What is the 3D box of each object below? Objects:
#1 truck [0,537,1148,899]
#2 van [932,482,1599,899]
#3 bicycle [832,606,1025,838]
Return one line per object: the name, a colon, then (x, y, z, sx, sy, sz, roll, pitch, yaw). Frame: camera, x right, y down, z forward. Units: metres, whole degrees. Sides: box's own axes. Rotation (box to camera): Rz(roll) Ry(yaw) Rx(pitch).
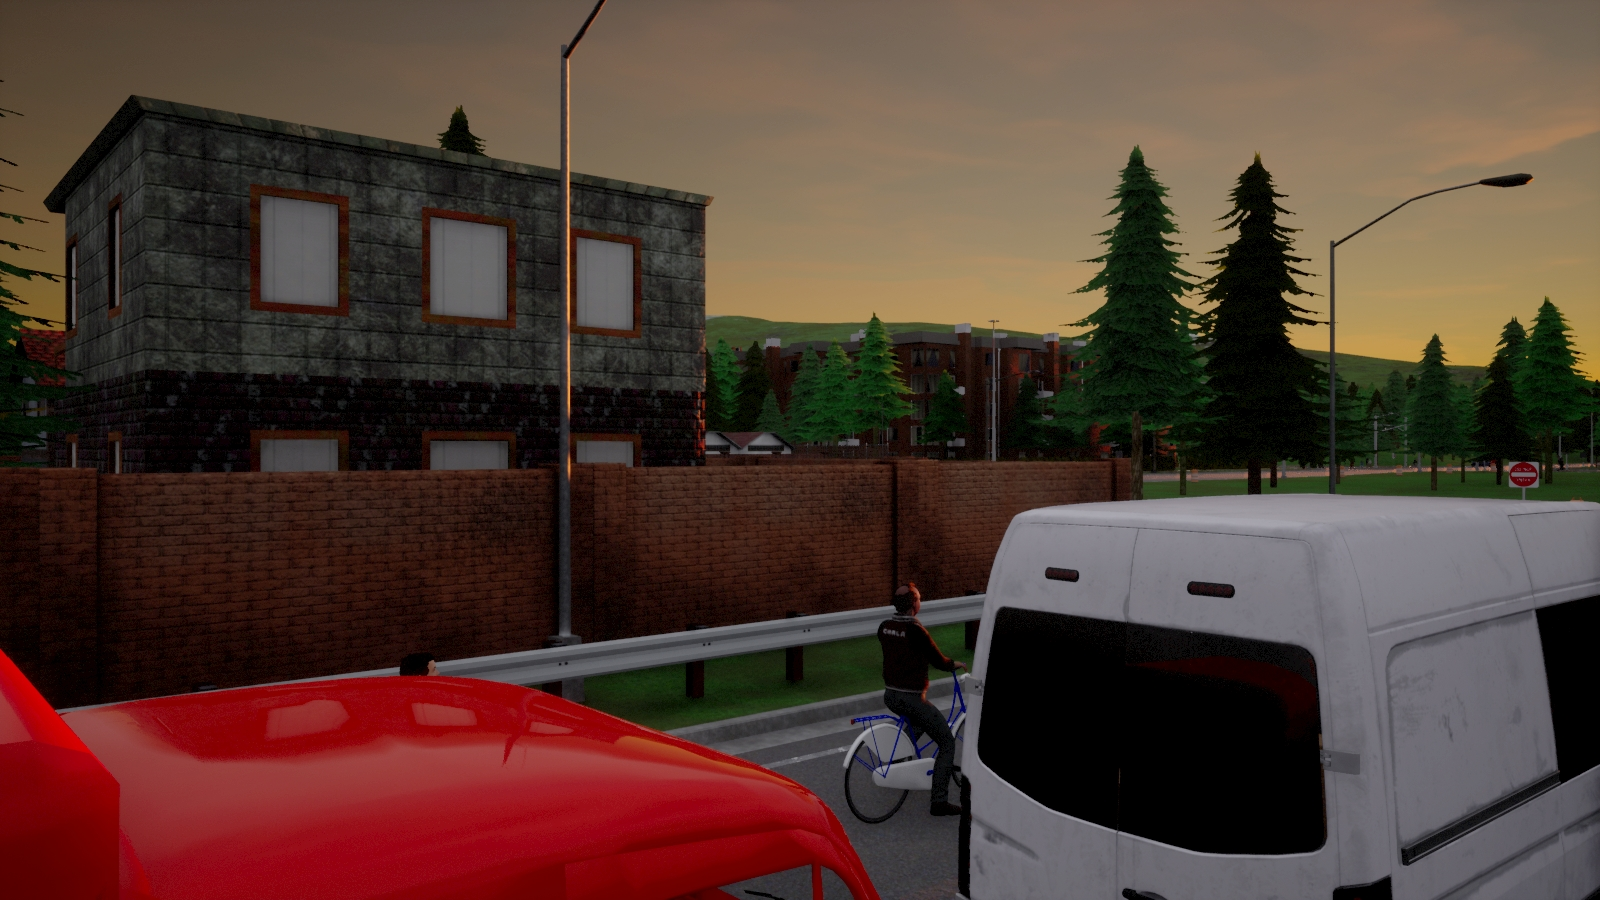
truck: (-2.109, 1.568, 1.686, 5.204, 2.467, 2.627, 0, 0, -40)
van: (3.509, 1.534, 6.458, 5.915, 2.561, 1.988, 0, 0, -40)
bicycle: (1.045, 2.060, 8.955, 1.835, 1.471, 0.329, 0, 0, -40)
